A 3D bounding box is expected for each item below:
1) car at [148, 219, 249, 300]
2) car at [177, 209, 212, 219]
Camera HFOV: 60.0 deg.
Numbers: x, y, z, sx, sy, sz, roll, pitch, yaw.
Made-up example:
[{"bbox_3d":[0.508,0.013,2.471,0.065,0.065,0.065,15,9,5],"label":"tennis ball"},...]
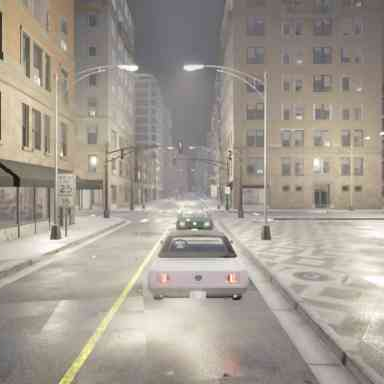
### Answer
[{"bbox_3d":[0.116,1.600,8.316,1.895,1.301,4.718,0,0,0],"label":"car"},{"bbox_3d":[0.134,1.600,18.551,1.895,1.301,4.718,0,0,0],"label":"car"}]
